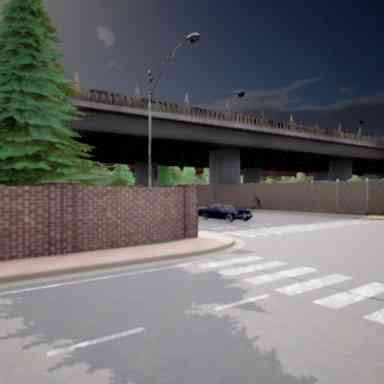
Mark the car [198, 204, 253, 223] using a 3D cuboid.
[{"bbox_3d":[2.532,1.602,25.893,1.895,1.301,4.718,0,0,-35],"label":"car"}]

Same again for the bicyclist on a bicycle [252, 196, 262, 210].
[{"bbox_3d":[7.404,1.266,38.014,1.656,1.620,0.582,-1,0,-35],"label":"bicyclist on a bicycle"}]
